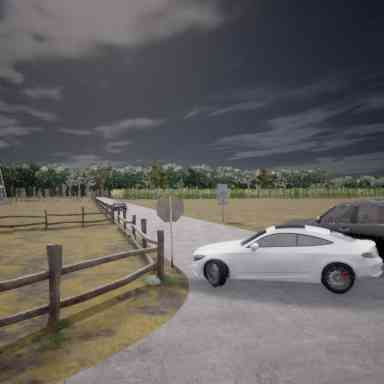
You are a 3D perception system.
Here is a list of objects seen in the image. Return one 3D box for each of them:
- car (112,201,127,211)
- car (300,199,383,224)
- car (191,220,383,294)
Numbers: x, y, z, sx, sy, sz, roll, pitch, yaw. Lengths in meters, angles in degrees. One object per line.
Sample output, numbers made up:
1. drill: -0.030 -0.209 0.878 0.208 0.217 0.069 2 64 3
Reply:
1. car: -10.823 1.981 49.471 2.033 1.411 5.357 -2 0 -18
2. car: 5.104 1.227 9.809 2.150 2.045 5.566 -2 0 -40
3. car: 2.298 1.612 8.702 4.674 1.442 1.812 -2 0 16
